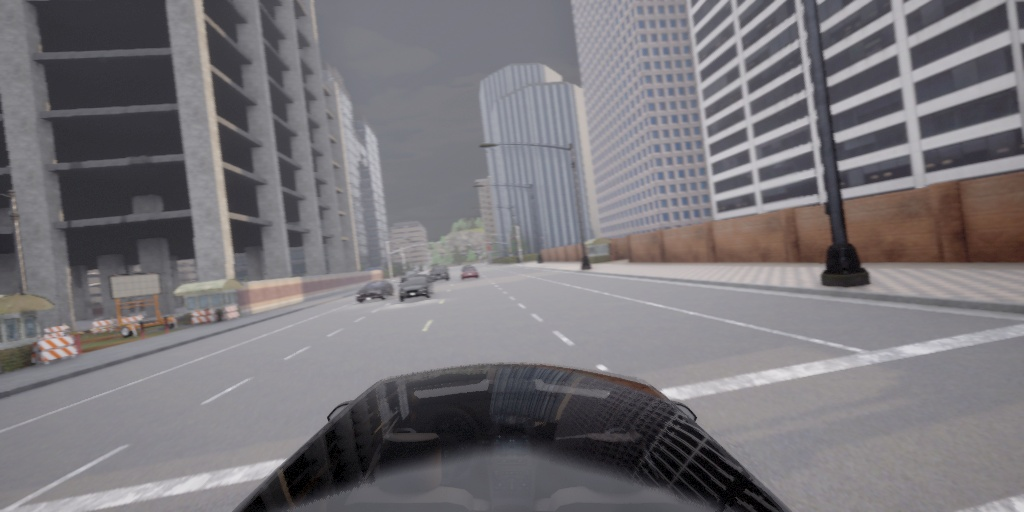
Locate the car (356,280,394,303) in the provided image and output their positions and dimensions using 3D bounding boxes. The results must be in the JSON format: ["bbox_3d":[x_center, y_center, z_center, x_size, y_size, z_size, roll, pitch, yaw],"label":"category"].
[{"bbox_3d":[-10.209,2.590,27.189,2.033,1.411,5.357,-7,0,-7],"label":"car"}]

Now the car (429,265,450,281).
[{"bbox_3d":[-8.754,2.161,43.660,2.150,2.045,5.566,-7,0,-7],"label":"car"}]

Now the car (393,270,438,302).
[{"bbox_3d":[-6.282,2.055,23.828,1.837,1.490,4.892,-7,0,-7],"label":"car"}]

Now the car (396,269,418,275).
[{"bbox_3d":[-12.213,2.504,43.241,1.882,1.535,5.008,-7,0,-7],"label":"car"}]

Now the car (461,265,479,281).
[{"bbox_3d":[-4.835,1.956,41.122,1.994,1.385,4.181,-7,0,-7],"label":"car"}]
